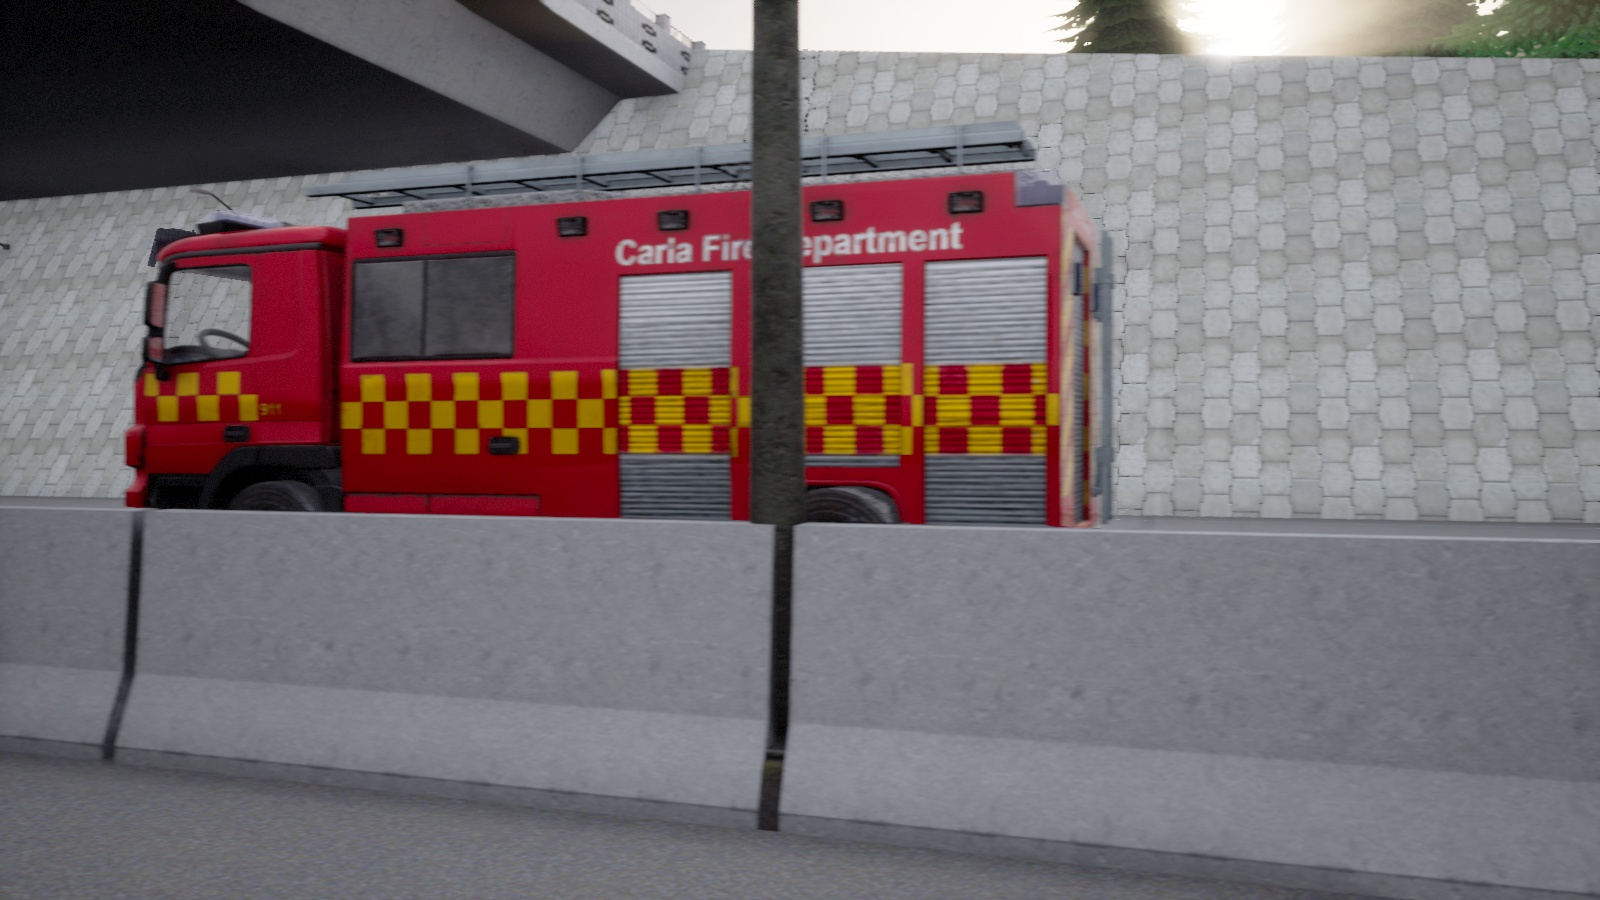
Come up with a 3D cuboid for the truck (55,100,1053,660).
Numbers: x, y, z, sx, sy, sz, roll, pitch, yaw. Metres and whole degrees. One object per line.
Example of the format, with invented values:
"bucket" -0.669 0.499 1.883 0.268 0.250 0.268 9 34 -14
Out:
"truck" -2.205 -0.528 11.303 8.468 3.827 2.891 1 1 19
